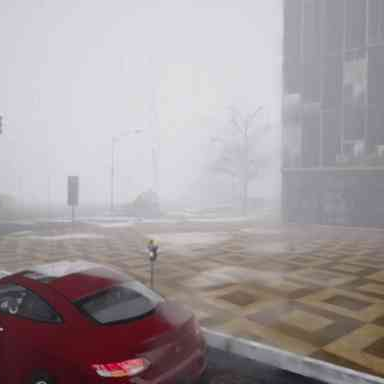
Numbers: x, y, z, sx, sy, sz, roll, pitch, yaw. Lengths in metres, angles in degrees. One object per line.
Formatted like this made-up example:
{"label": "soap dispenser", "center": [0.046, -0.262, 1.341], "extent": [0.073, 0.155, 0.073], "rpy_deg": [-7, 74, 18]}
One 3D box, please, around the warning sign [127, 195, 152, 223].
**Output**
{"label": "warning sign", "center": [-3.616, 1.129, 23.035], "extent": [1.300, 1.860, 1.060], "rpy_deg": [1, 1, 34]}

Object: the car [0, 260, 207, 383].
{"label": "car", "center": [-1.782, 1.578, 4.295], "extent": [4.206, 1.307, 1.802], "rpy_deg": [0, 1, 35]}

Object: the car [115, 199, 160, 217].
{"label": "car", "center": [-5.039, 1.410, 31.248], "extent": [2.128, 1.511, 4.902], "rpy_deg": [1, 1, 34]}

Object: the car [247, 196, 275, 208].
{"label": "car", "center": [9.574, 1.453, 46.982], "extent": [1.812, 1.442, 4.674], "rpy_deg": [1, 1, 35]}

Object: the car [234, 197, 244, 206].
{"label": "car", "center": [8.028, 1.404, 50.164], "extent": [1.812, 1.442, 4.674], "rpy_deg": [1, 1, 35]}

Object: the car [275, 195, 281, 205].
{"label": "car", "center": [15.130, 1.260, 55.157], "extent": [2.097, 1.767, 4.553], "rpy_deg": [1, 1, 34]}
